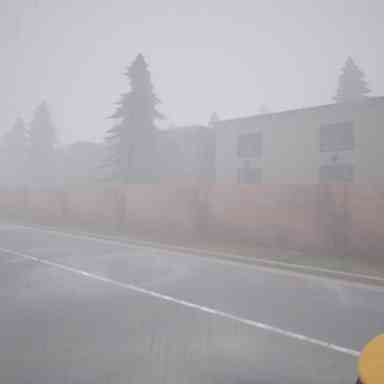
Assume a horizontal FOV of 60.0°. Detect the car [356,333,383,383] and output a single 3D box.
[{"bbox_3d":[3.470,1.496,1.470,5.008,1.535,1.882,1,0,40],"label":"car"}]
